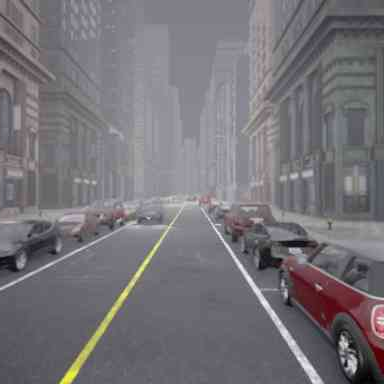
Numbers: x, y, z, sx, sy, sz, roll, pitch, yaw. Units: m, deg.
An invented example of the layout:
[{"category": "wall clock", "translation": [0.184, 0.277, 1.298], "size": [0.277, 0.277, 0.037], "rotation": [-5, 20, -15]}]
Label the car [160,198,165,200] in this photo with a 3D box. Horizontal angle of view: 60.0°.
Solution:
[{"category": "car", "translation": [-5.770, 1.571, 50.236], "size": [2.192, 1.841, 5.009], "rotation": [0, 0, 0]}]

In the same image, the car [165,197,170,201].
[{"category": "car", "translation": [-5.775, 1.955, 72.642], "size": [1.802, 1.307, 4.206], "rotation": [0, 0, 0]}]

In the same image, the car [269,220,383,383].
[{"category": "car", "translation": [2.765, 1.468, 5.427], "size": [1.967, 1.590, 4.097], "rotation": [0, 0, 0]}]

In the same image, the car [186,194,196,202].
[{"category": "car", "translation": [-0.017, 1.778, 79.716], "size": [1.994, 1.385, 4.181], "rotation": [0, 0, 0]}]

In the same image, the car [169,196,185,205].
[{"category": "car", "translation": [-3.017, 1.935, 68.052], "size": [1.895, 1.301, 4.718], "rotation": [0, 0, 0]}]

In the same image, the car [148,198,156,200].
[{"category": "car", "translation": [-5.768, 1.765, 39.032], "size": [1.947, 1.339, 4.313], "rotation": [0, 0, 0]}]

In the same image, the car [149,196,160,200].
[{"category": "car", "translation": [-5.769, 1.668, 44.634], "size": [1.967, 1.590, 4.097], "rotation": [0, 0, 0]}]

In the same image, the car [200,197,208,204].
[{"category": "car", "translation": [2.749, 1.929, 78.424], "size": [1.752, 1.417, 4.829], "rotation": [0, 0, 0]}]

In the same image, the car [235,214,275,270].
[{"category": "car", "translation": [2.763, 1.622, 11.029], "size": [1.947, 1.339, 4.313], "rotation": [0, 0, 0]}]

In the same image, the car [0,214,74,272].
[{"category": "car", "translation": [-5.762, 1.622, 11.023], "size": [1.947, 1.339, 4.313], "rotation": [0, 0, 0]}]

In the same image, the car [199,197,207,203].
[{"category": "car", "translation": [2.748, 1.977, 83.856], "size": [1.887, 1.381, 4.507], "rotation": [0, 0, 0]}]

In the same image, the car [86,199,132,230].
[{"category": "car", "translation": [-5.763, 1.428, 22.228], "size": [2.192, 1.841, 5.009], "rotation": [0, 0, 0]}]

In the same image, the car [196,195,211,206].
[{"category": "car", "translation": [2.381, 1.539, 60.761], "size": [2.150, 2.045, 5.566], "rotation": [0, 0, 0]}]

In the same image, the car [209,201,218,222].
[{"category": "car", "translation": [2.760, 1.693, 27.835], "size": [2.008, 1.369, 4.403], "rotation": [0, 0, 0]}]

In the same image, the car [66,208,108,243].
[{"category": "car", "translation": [-5.763, 1.666, 16.625], "size": [1.802, 1.307, 4.206], "rotation": [0, 0, 0]}]

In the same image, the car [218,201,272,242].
[{"category": "car", "translation": [2.763, 1.400, 16.631], "size": [2.192, 1.841, 5.009], "rotation": [0, 0, 0]}]

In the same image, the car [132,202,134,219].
[{"category": "car", "translation": [-5.765, 1.666, 27.659], "size": [1.752, 1.417, 4.829], "rotation": [0, 0, 0]}]

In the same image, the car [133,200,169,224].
[{"category": "car", "translation": [-3.104, 1.638, 26.146], "size": [1.837, 1.490, 4.892], "rotation": [0, 0, 0]}]

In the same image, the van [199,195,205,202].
[{"category": "van", "translation": [2.746, 1.833, 95.061], "size": [1.690, 1.788, 3.998], "rotation": [0, 0, 0]}]

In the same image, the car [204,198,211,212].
[{"category": "car", "translation": [2.757, 1.744, 39.039], "size": [1.887, 1.381, 4.507], "rotation": [0, 0, 0]}]
